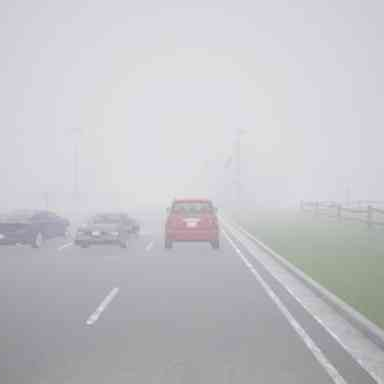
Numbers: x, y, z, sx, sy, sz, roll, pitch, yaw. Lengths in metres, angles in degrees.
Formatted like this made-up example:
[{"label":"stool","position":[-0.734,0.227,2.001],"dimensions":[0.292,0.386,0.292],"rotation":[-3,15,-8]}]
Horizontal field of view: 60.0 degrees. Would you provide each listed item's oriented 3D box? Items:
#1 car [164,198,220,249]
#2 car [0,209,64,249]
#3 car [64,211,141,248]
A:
[{"label":"car","position":[0.000,1.256,14.680],"dimensions":[2.150,2.045,5.566],"rotation":[0,0,0]},{"label":"car","position":[-7.000,1.483,14.650],"dimensions":[1.882,1.535,5.008],"rotation":[0,0,0]},{"label":"car","position":[-3.500,1.561,14.650],"dimensions":[2.033,1.411,5.357],"rotation":[0,0,0]}]
